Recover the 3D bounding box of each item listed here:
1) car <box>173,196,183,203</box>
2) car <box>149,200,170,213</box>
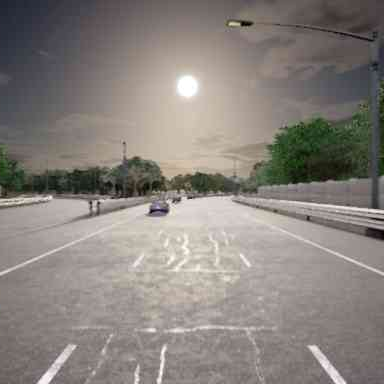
[{"bbox_3d":[-3.060,1.534,71.255,1.837,1.490,4.892,0,0,3],"label":"car"},{"bbox_3d":[-3.505,1.572,36.425,1.994,1.385,4.181,0,0,0],"label":"car"}]
